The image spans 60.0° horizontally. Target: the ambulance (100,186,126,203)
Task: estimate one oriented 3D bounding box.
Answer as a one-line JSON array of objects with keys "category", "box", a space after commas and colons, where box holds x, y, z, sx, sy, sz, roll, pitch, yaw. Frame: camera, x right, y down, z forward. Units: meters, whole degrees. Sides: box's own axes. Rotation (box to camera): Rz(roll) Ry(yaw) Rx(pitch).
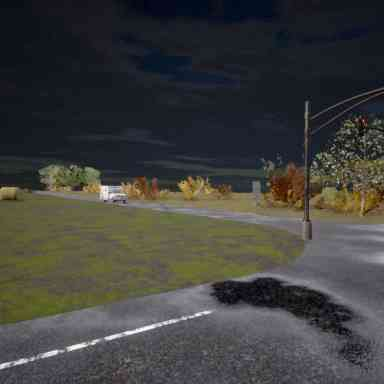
[{"category": "ambulance", "box": [-11.873, 0.341, 50.071, 2.351, 2.431, 6.366, 2, 0, -32]}]
